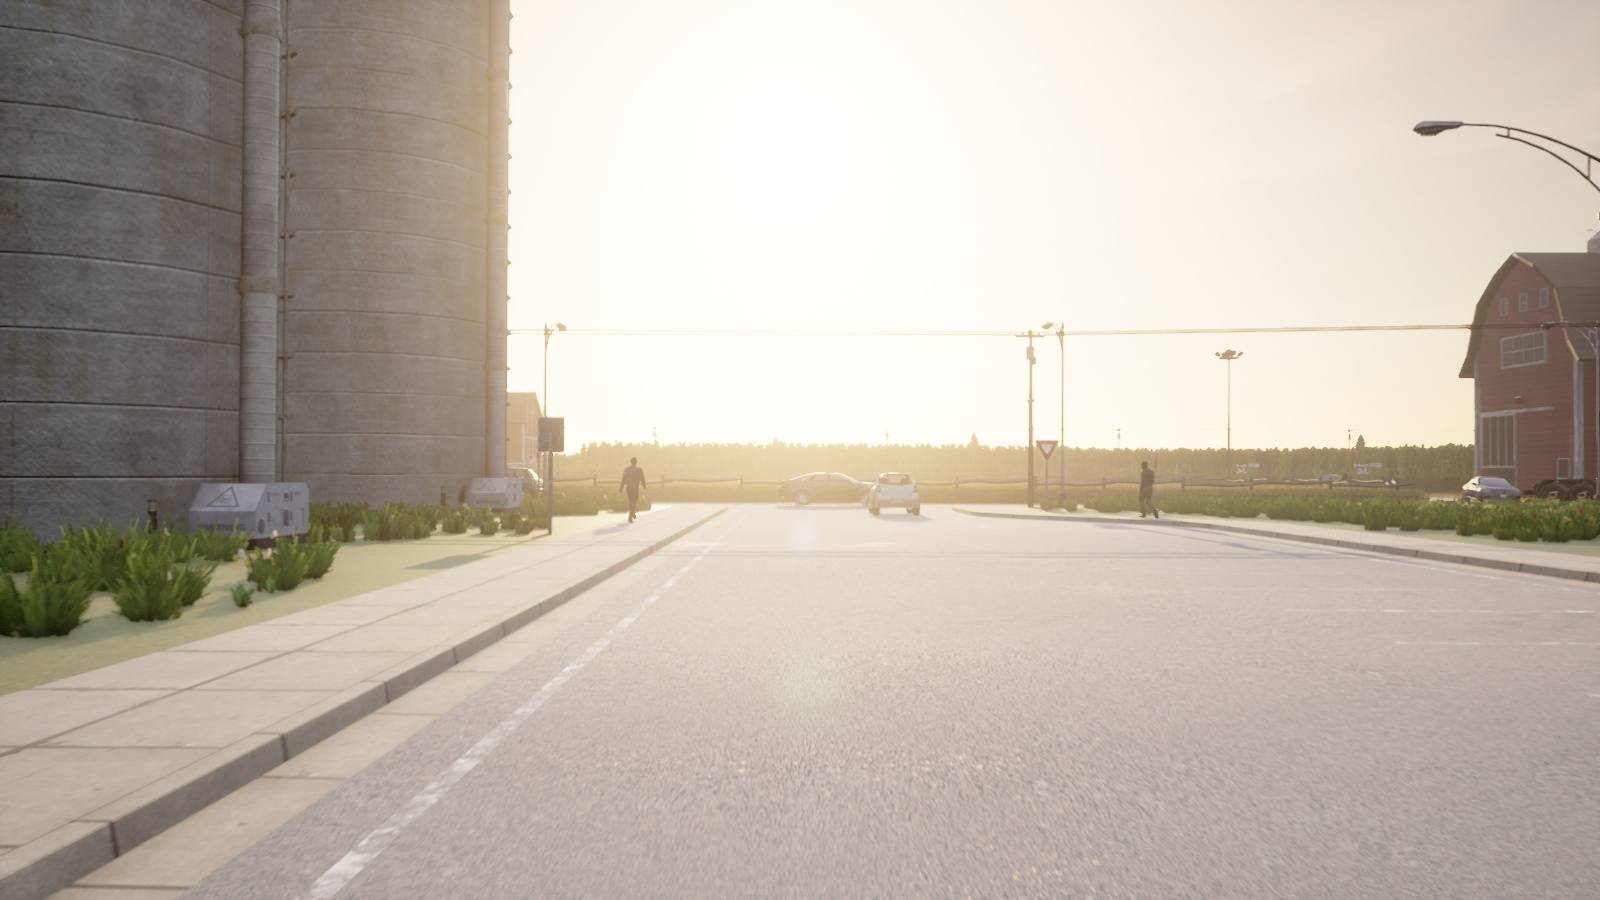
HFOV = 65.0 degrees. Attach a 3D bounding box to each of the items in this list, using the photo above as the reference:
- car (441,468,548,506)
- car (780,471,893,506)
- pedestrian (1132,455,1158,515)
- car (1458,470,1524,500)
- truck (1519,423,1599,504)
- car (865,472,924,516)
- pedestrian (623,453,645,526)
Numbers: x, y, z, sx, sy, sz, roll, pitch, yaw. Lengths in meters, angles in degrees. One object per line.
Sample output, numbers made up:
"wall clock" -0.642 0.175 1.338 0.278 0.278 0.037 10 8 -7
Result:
"car" -14.410 1.725 59.370 4.553 1.767 2.097 0 -1 1
"car" 1.584 1.696 55.667 4.902 1.511 2.128 0 -1 1
"pedestrian" 10.595 1.073 38.548 0.370 1.835 0.726 0 -1 -23
"car" 35.536 1.781 64.701 1.812 1.442 4.674 0 -1 13
"truck" 36.058 0.576 54.454 2.891 3.462 7.936 0 -1 -38
"car" 3.392 1.576 45.600 1.845 1.501 3.633 0 -1 0
"pedestrian" -4.477 1.055 33.898 0.423 1.949 0.788 0 -1 5
